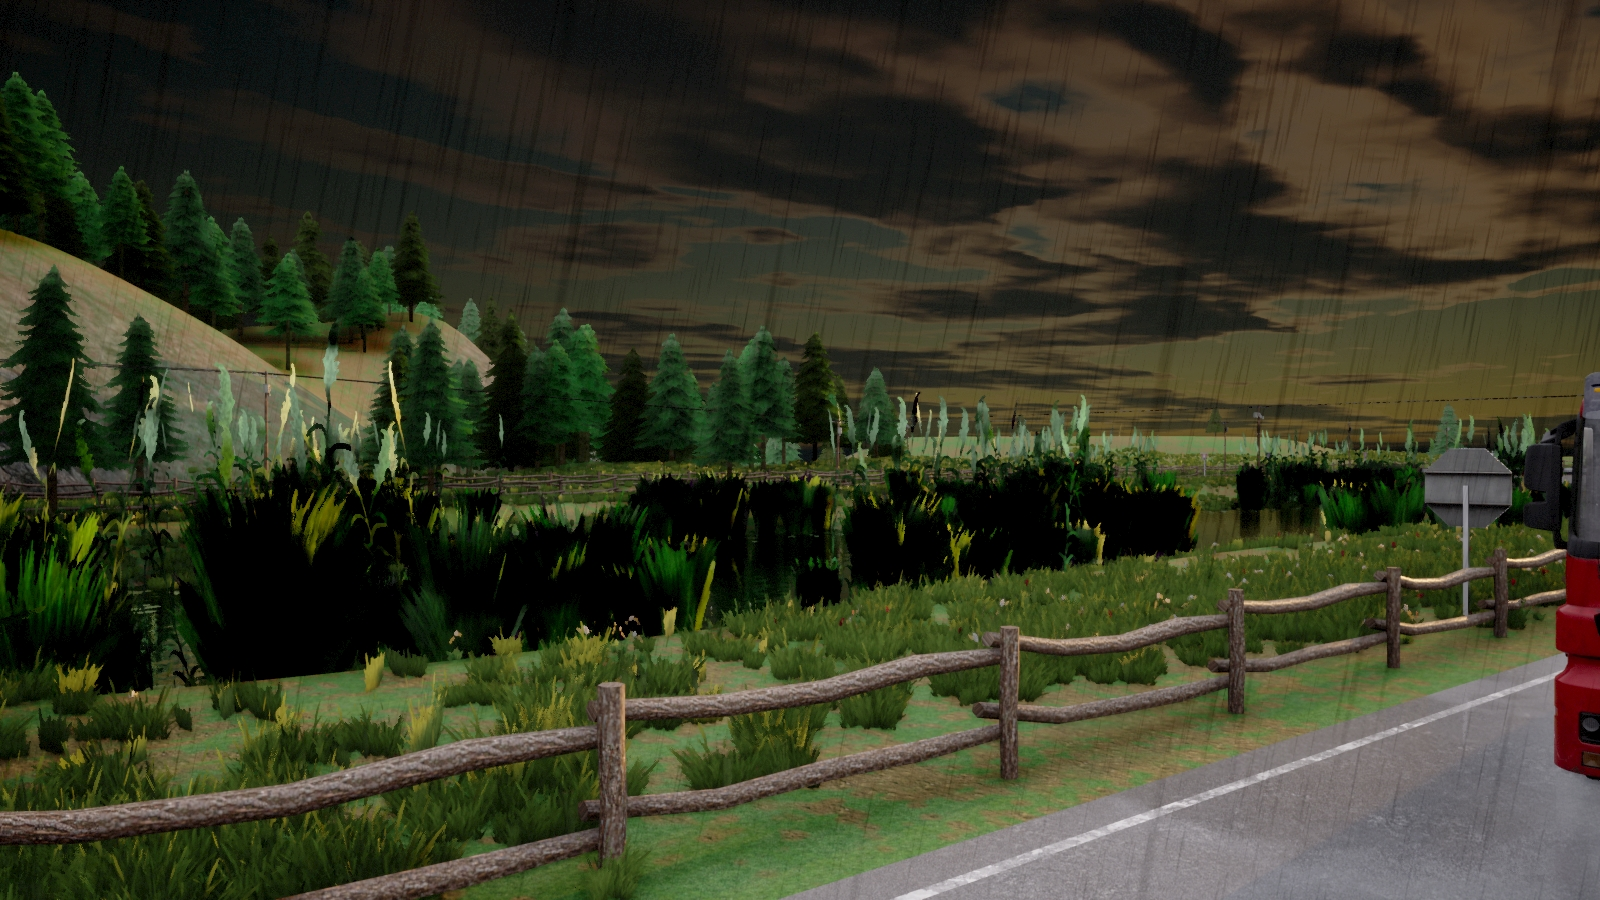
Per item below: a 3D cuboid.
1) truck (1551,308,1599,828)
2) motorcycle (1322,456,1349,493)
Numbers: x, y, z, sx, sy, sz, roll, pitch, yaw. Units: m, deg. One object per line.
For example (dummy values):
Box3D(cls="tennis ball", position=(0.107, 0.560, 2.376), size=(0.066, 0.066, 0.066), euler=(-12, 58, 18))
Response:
Box3D(cls="truck", position=(9.482, 0.862, 10.937), size=(2.891, 3.827, 8.468), euler=(0, 0, 40))
Box3D(cls="motorcycle", position=(34.910, 1.577, 74.485), size=(2.033, 2.348, 0.803), euler=(0, 0, -39))
